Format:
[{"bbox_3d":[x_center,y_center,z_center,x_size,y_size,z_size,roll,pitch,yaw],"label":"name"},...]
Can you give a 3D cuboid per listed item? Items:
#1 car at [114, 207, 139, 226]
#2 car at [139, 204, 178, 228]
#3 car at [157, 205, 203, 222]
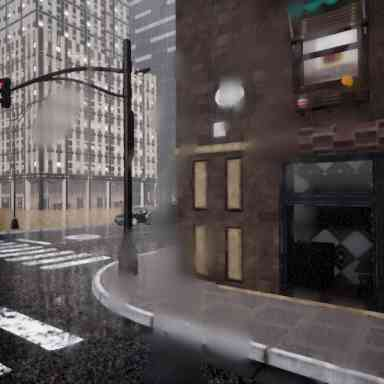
[{"bbox_3d":[-4.178,1.893,26.317,2.008,1.369,4.403,-2,-2,35],"label":"car"},{"bbox_3d":[-1.512,1.682,25.368,2.097,1.767,4.553,-1,-1,35],"label":"car"},{"bbox_3d":[-0.990,1.974,30.884,2.008,1.369,4.403,-2,-2,35],"label":"car"}]
